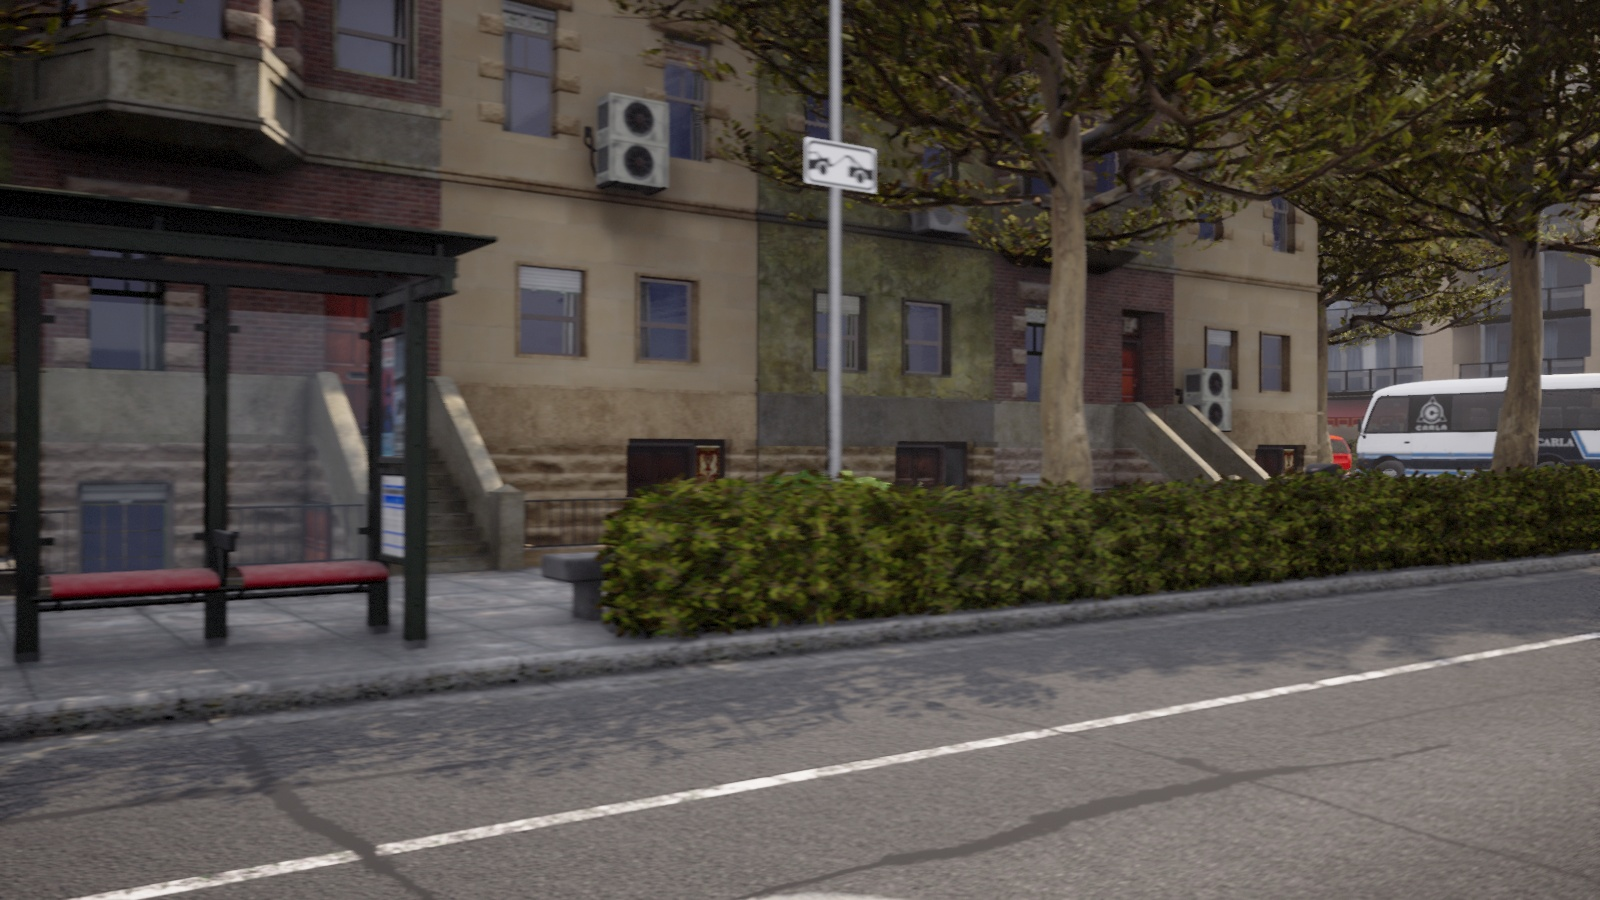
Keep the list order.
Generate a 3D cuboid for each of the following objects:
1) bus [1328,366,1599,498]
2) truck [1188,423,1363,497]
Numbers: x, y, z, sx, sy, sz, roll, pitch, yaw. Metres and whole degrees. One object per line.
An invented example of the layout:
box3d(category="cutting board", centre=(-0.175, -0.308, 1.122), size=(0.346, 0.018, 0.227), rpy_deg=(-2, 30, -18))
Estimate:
box3d(category="bus", centre=(24.885, -0.573, 45.223), size=(3.944, 4.253, 10.273), rpy_deg=(0, 0, -35))
box3d(category="truck", centre=(16.785, 0.332, 44.577), size=(2.627, 2.467, 5.204), rpy_deg=(0, 0, -35))
